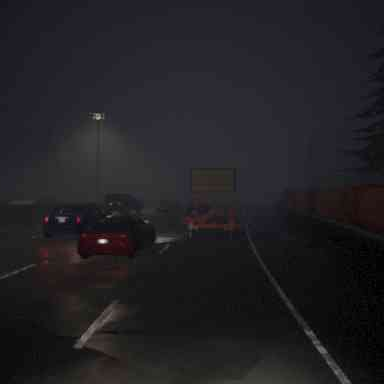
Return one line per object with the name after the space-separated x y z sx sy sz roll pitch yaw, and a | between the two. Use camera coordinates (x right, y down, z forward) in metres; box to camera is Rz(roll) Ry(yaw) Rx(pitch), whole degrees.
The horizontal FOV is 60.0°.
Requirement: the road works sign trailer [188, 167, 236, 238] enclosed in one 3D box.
1.148 0.452 17.866 2.380 3.560 2.880 0 0 10 | road works sign trailer

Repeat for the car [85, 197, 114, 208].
-13.412 1.458 48.395 1.812 1.442 4.674 0 0 18 | car

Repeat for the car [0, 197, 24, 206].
-22.144 1.444 43.471 1.812 1.442 4.674 0 0 16 | car

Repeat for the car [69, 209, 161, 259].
-2.677 1.548 12.653 1.994 1.385 4.181 0 0 5 | car

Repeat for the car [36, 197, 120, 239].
-5.687 1.326 17.304 2.097 1.767 4.553 0 0 7 | car

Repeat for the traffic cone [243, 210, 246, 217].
4.790 1.941 30.438 0.340 0.580 0.340 0 0 10 | traffic cone

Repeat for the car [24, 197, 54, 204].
-18.702 1.431 42.752 1.837 1.490 4.892 0 0 16 | car

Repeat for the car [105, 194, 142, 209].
-6.683 1.181 32.357 2.150 2.045 5.566 0 0 12 | car

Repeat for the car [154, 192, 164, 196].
-6.451 1.222 82.373 2.033 1.411 5.357 0 0 28 | car

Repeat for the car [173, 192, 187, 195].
-3.206 0.893 81.017 2.150 2.045 5.566 0 0 29 | car

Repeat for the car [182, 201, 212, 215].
0.780 1.575 33.592 1.895 1.301 4.718 0 0 13 | car

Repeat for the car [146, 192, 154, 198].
-9.330 0.873 84.408 2.150 2.045 5.566 0 0 29 | car

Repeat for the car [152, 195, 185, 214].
-2.323 1.444 35.528 1.882 1.535 5.008 0 0 14 | car
